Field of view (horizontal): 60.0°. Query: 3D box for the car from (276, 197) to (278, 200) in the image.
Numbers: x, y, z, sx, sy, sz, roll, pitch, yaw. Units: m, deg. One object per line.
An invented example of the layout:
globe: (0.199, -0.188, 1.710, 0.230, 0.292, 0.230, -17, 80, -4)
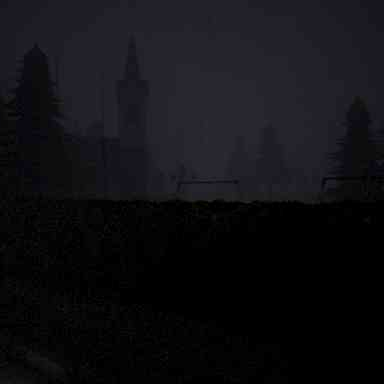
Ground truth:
car: (18.648, 1.633, 81.847, 5.027, 1.636, 2.152, -1, 0, 35)

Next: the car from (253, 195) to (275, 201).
car: (16.888, 1.641, 79.250, 4.514, 1.523, 2.007, -1, 0, 35)

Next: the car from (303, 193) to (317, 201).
car: (31.736, 1.550, 87.130, 3.633, 1.501, 1.845, -1, 0, 35)
